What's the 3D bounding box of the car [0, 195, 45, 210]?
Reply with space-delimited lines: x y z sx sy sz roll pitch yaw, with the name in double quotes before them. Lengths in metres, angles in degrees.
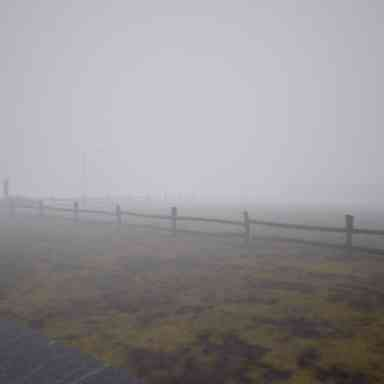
"car" -17.935 1.063 34.797 2.128 1.511 4.902 -1 0 36
